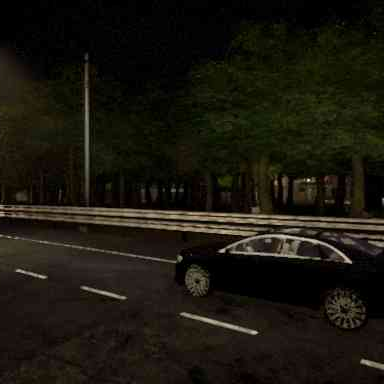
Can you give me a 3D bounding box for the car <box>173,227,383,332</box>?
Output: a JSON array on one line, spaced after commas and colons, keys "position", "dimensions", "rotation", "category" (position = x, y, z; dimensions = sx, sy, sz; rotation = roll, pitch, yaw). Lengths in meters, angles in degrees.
[{"position": [1.830, 1.494, 6.864], "dimensions": [4.902, 1.511, 2.128], "rotation": [0, 0, 36], "category": "car"}]
